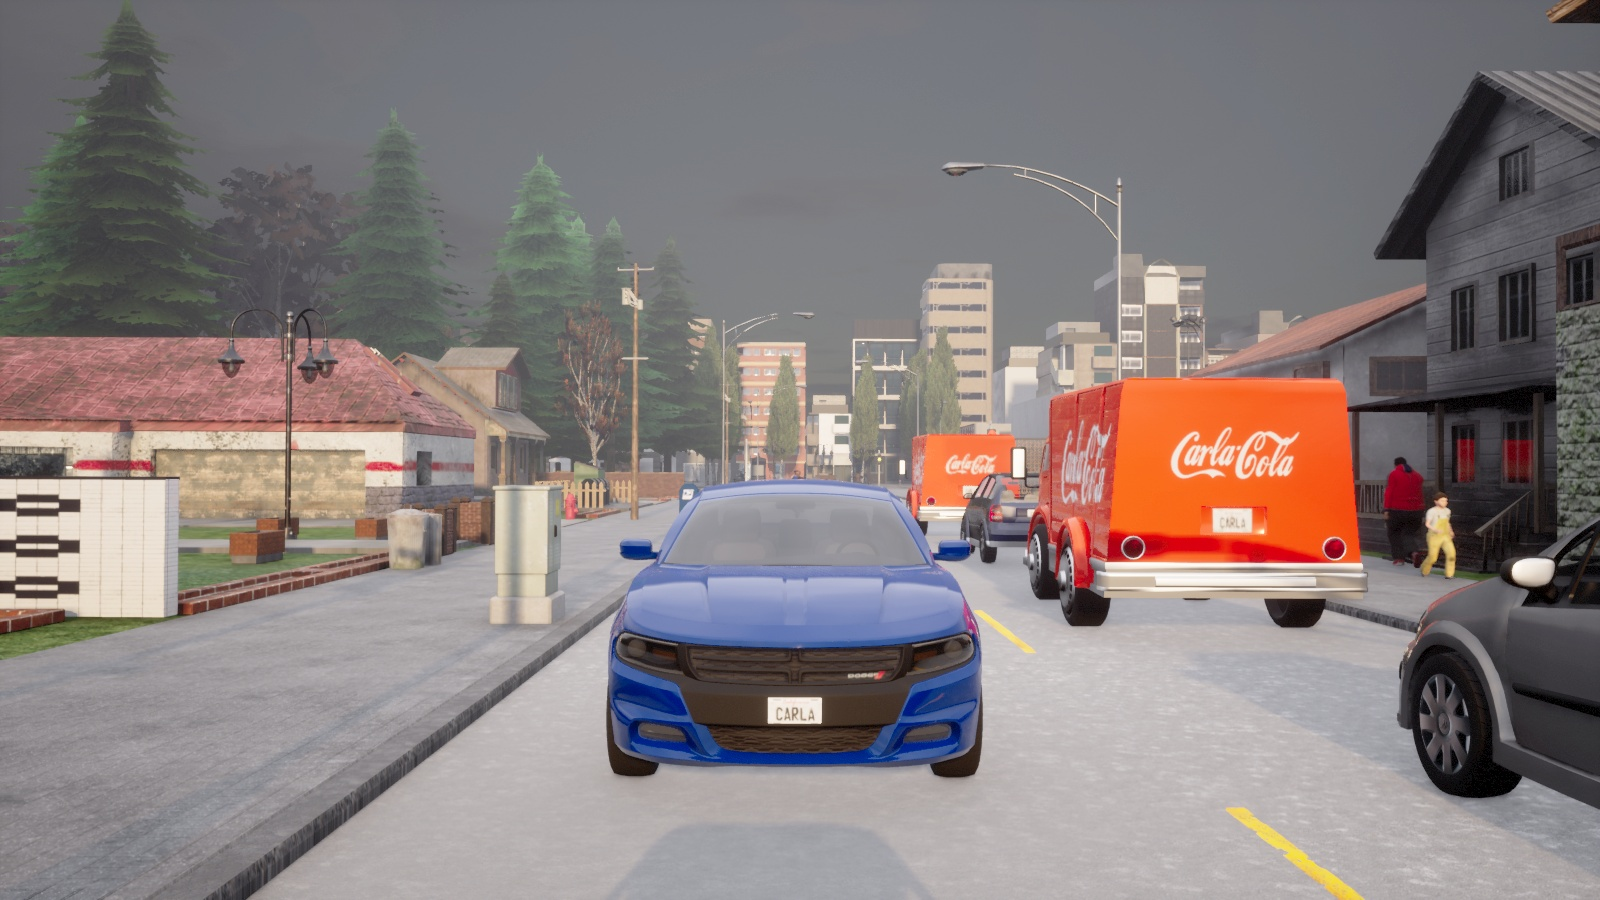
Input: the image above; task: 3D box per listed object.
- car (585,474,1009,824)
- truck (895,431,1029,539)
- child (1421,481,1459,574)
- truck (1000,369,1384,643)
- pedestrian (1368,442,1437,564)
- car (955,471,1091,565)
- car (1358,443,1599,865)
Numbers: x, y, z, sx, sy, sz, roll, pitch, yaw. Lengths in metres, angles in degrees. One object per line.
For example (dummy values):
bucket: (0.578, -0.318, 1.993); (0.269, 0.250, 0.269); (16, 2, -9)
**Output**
car: (-0.024, 0.928, 8.083); (1.882, 1.535, 5.008); (0, -1, 0)
truck: (3.919, 0.840, 31.491); (2.627, 2.467, 5.204); (0, -1, -1)
child: (8.858, 1.060, 17.383); (0.270, 1.263, 0.437); (0, -1, -2)
truck: (3.953, 0.546, 13.944); (2.627, 2.467, 5.204); (0, -1, 0)
pedestrian: (9.391, 0.815, 19.594); (0.634, 1.844, 0.899); (0, -1, 1)
car: (3.938, 1.158, 22.732); (1.789, 1.549, 3.705); (0, -1, 0)
car: (3.986, 0.778, 4.860); (1.851, 1.617, 3.988); (0, -1, 0)
